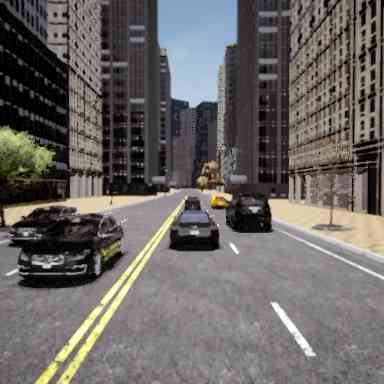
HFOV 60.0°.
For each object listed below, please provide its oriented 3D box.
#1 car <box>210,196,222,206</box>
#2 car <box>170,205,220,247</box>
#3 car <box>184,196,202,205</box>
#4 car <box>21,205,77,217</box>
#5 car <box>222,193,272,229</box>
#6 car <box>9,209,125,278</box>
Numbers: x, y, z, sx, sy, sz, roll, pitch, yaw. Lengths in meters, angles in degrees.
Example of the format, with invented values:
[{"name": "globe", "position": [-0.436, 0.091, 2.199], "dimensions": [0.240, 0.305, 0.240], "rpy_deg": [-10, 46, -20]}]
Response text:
[{"name": "car", "position": [3.340, 1.180, 41.786], "dimensions": [1.882, 1.535, 5.008], "rpy_deg": [0, 1, 0]}, {"name": "car", "position": [0.098, 1.465, 14.382], "dimensions": [1.994, 1.385, 4.181], "rpy_deg": [0, 0, 0]}, {"name": "car", "position": [0.090, 1.236, 38.224], "dimensions": [1.837, 1.490, 4.892], "rpy_deg": [0, 1, 0]}, {"name": "car", "position": [-6.504, 1.398, 15.441], "dimensions": [1.837, 1.490, 4.892], "rpy_deg": [0, 0, 0]}, {"name": "car", "position": [3.349, 1.082, 20.400], "dimensions": [2.150, 2.045, 5.566], "rpy_deg": [0, 1, 0]}, {"name": "car", "position": [-3.268, 1.439, 9.948], "dimensions": [1.837, 1.490, 4.892], "rpy_deg": [0, 0, 0]}]
